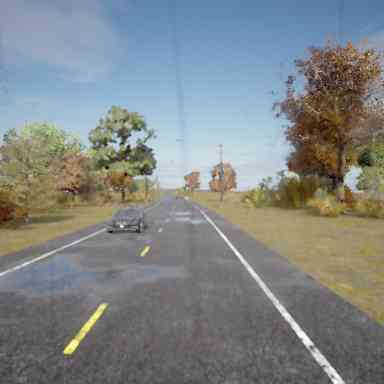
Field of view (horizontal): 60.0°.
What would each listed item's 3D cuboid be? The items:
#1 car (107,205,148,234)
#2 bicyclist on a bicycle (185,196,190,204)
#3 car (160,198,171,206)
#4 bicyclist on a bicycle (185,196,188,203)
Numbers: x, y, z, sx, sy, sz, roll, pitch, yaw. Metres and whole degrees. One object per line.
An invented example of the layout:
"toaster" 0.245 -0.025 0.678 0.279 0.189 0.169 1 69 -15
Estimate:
"car" -3.757 1.583 20.053 1.837 1.490 4.892 0 0 -1
"bicyclist on a bicycle" -0.820 1.699 69.947 0.866 1.612 1.509 0 0 -3
"car" -4.923 1.782 61.936 2.033 1.411 5.357 0 0 -2
"bicyclist on a bicycle" -1.308 1.731 78.951 0.866 1.612 1.509 0 0 -3
